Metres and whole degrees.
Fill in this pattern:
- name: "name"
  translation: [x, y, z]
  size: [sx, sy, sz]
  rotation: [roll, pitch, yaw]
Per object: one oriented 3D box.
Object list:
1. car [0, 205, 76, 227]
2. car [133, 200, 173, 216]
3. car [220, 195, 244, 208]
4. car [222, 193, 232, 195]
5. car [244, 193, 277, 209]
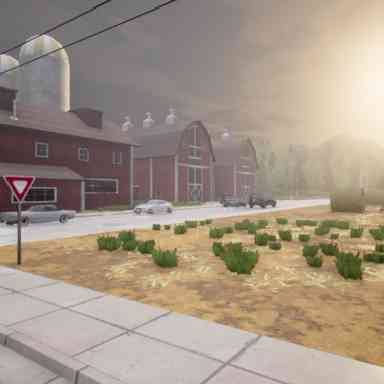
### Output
- name: "car"
  translation: [-10.576, 1.574, 23.002]
  size: [1.895, 1.301, 4.718]
  rotation: [0, 0, 35]
- name: "car"
  translation: [-3.721, 1.499, 32.904]
  size: [1.812, 1.442, 4.674]
  rotation: [0, 0, 34]
- name: "car"
  translation: [6.066, 1.538, 46.971]
  size: [1.994, 1.385, 4.181]
  rotation: [0, 0, 35]
- name: "car"
  translation: [5.845, 1.117, 53.980]
  size: [1.905, 1.878, 3.866]
  rotation: [6, 1, -8]
- name: "car"
  translation: [9.788, 1.195, 46.099]
  size: [2.150, 2.045, 5.566]
  rotation: [0, 0, 36]
